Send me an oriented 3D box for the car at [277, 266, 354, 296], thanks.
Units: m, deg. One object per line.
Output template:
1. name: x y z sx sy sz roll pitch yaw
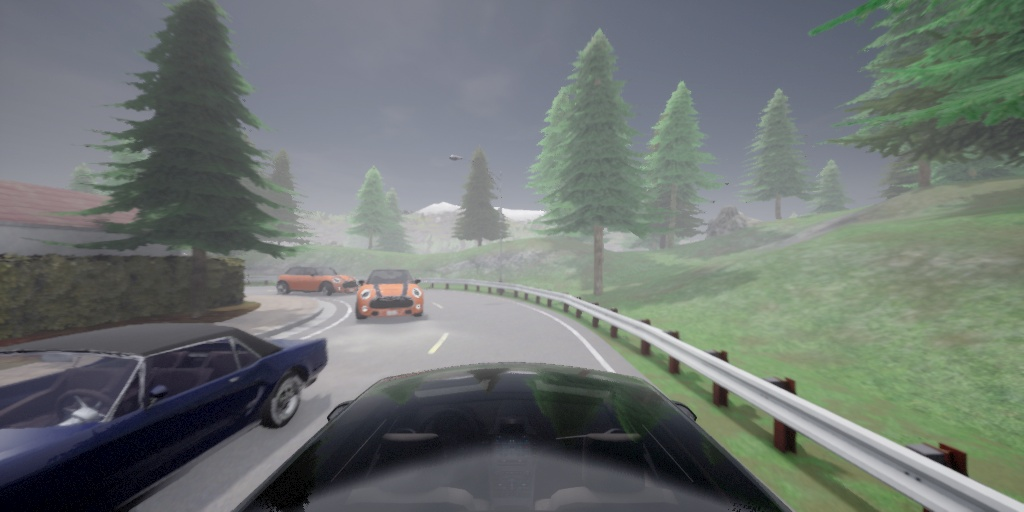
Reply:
1. car: -11.299 1.367 21.050 4.553 1.767 2.097 0 -1 15

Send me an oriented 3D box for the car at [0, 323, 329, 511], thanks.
1. car: -3.586 1.358 2.951 1.895 1.301 4.718 0 -1 0

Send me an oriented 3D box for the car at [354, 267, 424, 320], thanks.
1. car: -4.565 1.230 13.441 2.097 1.767 4.553 0 -1 -20
